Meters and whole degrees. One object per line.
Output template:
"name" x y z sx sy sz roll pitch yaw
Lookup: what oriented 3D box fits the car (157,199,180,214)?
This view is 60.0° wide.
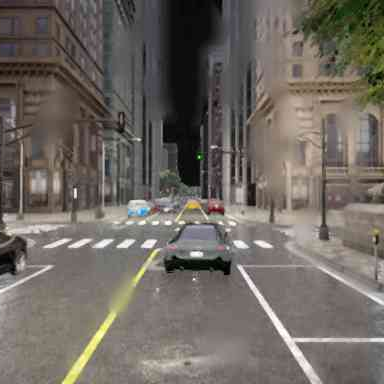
"car" -3.030 2.029 42.362 2.128 1.511 4.902 0 -1 0

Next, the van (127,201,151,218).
"van" -5.715 1.780 34.928 1.690 1.788 3.998 0 -1 0

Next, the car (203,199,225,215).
"car" 2.818 1.827 40.365 2.192 1.841 5.009 0 -1 0

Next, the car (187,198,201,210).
"car" 0.172 2.175 54.108 1.882 1.535 5.008 0 -1 0

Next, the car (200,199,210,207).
"car" 2.862 2.396 73.005 1.967 1.590 4.097 0 -1 0

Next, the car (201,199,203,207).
"car" 2.825 1.900 45.806 2.192 1.841 5.009 0 -1 0

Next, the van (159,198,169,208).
"van" -5.671 2.222 67.572 1.690 1.788 3.998 0 -1 0

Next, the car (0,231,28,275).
"car" -5.751 1.667 8.269 1.947 1.339 4.313 0 -1 0

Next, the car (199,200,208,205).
"car" 2.877 2.649 83.884 1.887 1.381 4.507 0 -1 0

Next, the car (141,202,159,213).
"car" -5.701 2.129 45.806 1.887 1.381 4.507 0 -1 0

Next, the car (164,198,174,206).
"car" -5.648 2.419 83.894 2.192 1.841 5.009 0 -1 0

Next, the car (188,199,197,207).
"car" 0.103 2.473 75.936 1.882 1.535 5.008 0 -1 0

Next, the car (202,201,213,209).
"car" 2.847 2.358 62.123 2.008 1.369 4.403 0 -1 0

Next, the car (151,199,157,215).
"car" -5.708 1.951 40.367 1.967 1.590 4.097 0 -1 0

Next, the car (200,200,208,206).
"car" 2.870 2.612 78.444 1.802 1.307 4.206 0 -1 0

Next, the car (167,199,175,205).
"car" -5.641 2.621 89.334 1.967 1.590 4.097 0 -1 0

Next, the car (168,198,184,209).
"car" -2.973 2.277 59.640 1.837 1.490 4.892 0 -1 1

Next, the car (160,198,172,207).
"car" -5.663 2.270 73.013 2.192 1.841 5.009 0 -1 0

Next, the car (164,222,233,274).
"car" 0.343 1.702 11.127 1.994 1.385 4.181 0 -1 6
